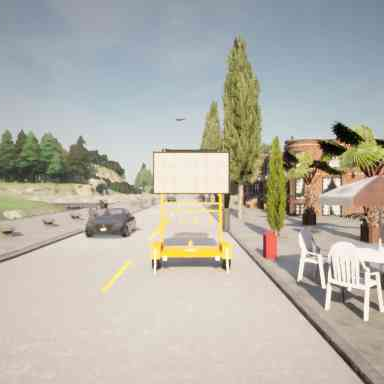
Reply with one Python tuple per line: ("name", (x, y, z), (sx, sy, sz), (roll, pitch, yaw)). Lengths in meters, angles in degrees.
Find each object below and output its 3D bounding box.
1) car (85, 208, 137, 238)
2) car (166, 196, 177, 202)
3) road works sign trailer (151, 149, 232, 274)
("car", (-4.138, 1.564, 17.534), (1.994, 1.385, 4.181), (0, 0, 0))
("car", (-4.145, 1.547, 68.191), (2.033, 1.411, 5.357), (0, 0, 0))
("road works sign trailer", (-0.022, 0.464, 10.529), (2.380, 3.560, 2.880), (0, 0, 0))
